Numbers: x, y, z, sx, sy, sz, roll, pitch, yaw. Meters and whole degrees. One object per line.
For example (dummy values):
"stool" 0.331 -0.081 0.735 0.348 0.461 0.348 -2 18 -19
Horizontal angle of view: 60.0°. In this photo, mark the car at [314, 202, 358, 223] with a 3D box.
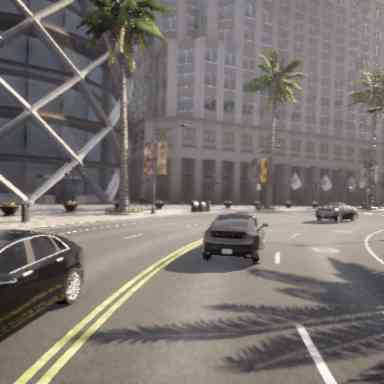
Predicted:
"car" 12.564 1.822 28.761 4.902 1.511 2.128 2 0 -40

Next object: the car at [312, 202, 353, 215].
"car" 16.923 1.975 40.043 4.674 1.442 1.812 2 0 -26

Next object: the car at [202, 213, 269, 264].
"car" 1.680 1.549 12.293 1.837 1.490 4.892 1 0 15

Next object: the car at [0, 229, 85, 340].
"car" -3.336 1.417 5.171 1.837 1.490 4.892 1 0 6
